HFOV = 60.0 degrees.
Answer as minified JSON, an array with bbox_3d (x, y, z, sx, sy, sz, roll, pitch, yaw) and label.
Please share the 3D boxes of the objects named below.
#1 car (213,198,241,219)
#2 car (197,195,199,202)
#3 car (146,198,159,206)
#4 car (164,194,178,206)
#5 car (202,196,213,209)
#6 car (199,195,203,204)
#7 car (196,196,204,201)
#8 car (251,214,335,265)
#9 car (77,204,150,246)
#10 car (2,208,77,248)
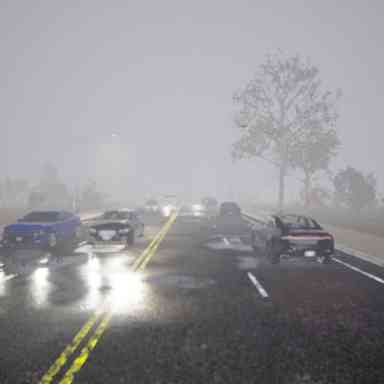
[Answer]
[{"bbox_3d":[3.243,1.589,30.131,1.882,1.535,5.008,0,0,0],"label":"car"},{"bbox_3d":[2.702,1.583,71.868,2.097,1.767,4.553,0,0,-1],"label":"car"},{"bbox_3d":[-6.907,1.763,58.289,1.994,1.385,4.181,0,0,0],"label":"car"},{"bbox_3d":[-3.652,1.412,58.019,2.150,2.045,5.566,0,0,0],"label":"car"},{"bbox_3d":[2.979,1.678,49.878,1.837,1.490,4.892,0,0,-1],"label":"car"},{"bbox_3d":[2.853,1.557,60.858,2.097,1.767,4.553,0,0,-1],"label":"car"},{"bbox_3d":[2.359,1.824,93.900,2.033,1.411,5.357,0,0,-1],"label":"car"},{"bbox_3d":[3.328,1.538,11.818,2.128,1.511,4.902,0,0,0],"label":"car"},{"bbox_3d":[-3.383,1.553,15.619,2.128,1.511,4.902,0,0,0],"label":"car"},{"bbox_3d":[-6.632,1.537,15.244,1.882,1.535,5.008,0,0,0],"label":"car"}]
